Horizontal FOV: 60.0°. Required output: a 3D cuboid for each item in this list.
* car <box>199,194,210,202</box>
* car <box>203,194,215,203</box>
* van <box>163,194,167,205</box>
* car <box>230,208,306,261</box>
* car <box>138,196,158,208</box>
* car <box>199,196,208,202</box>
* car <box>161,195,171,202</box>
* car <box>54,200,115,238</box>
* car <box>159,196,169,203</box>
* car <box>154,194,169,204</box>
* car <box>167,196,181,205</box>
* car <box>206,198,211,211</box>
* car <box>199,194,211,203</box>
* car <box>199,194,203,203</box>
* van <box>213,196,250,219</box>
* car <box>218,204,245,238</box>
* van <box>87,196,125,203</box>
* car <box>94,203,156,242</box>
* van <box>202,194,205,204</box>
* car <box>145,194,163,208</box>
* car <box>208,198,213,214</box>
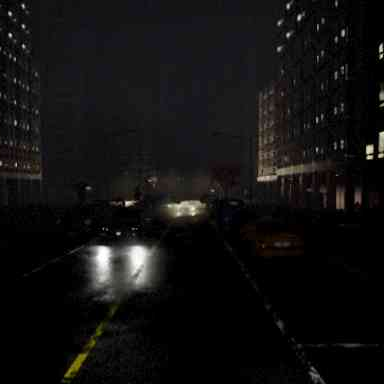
[{"bbox_3d":[2.689,1.307,73.875,2.192,1.841,5.009,-1,0,0],"label":"car"},{"bbox_3d":[2.684,1.437,40.122,1.967,1.590,4.097,-1,0,0],"label":"car"},{"bbox_3d":[-5.694,1.337,57.000,1.690,1.788,3.998,-1,0,0],"label":"van"},{"bbox_3d":[2.680,1.525,12.165,1.752,1.417,4.829,-1,0,0],"label":"car"},{"bbox_3d":[-5.694,1.549,40.124,2.008,1.369,4.403,-1,0,0],"label":"car"},{"bbox_3d":[2.697,1.572,79.500,1.802,1.307,4.206,-1,0,0],"label":"car"},{"bbox_3d":[-5.687,1.518,73.707,1.752,1.417,4.829,-1,0,0],"label":"car"},{"bbox_3d":[-5.701,1.440,17.622,1.967,1.590,4.097,-1,0,0],"label":"car"},{"bbox_3d":[-5.687,1.576,68.252,1.802,1.307,4.206,-1,0,0],"label":"car"},{"bbox_3d":[-5.694,1.310,62.625,2.192,1.841,5.009,-1,0,0],"label":"car"},{"bbox_3d":[-3.031,1.473,58.747,1.882,1.535,5.008,0,0,1],"label":"car"},{"bbox_3d":[2.686,1.580,34.496,1.802,1.307,4.206,-1,0,0],"label":"car"},{"bbox_3d":[2.688,1.308,68.249,2.192,1.841,5.009,-1,0,0],"label":"car"},{"bbox_3d":[2.691,1.539,62.623,1.887,1.381,4.507,-1,0,0],"label":"car"},{"bbox_3d":[2.678,1.340,23.246,1.690,1.788,3.998,-1,0,0],"label":"van"},{"bbox_3d":[2.682,1.565,17.620,1.947,1.339,4.313,-1,0,0],"label":"car"},{"bbox_3d":[-5.702,1.341,23.248,1.690,1.788,3.998,-1,0,0],"label":"van"},{"bbox_3d":[-3.095,1.504,16.439,1.837,1.490,4.892,0,0,0],"label":"car"},{"bbox_3d":[2.683,1.338,45.747,1.690,1.788,3.998,-1,0,0],"label":"van"},{"bbox_3d":[-5.697,1.312,45.749,2.192,1.841,5.009,-1,0,0],"label":"car"},{"bbox_3d":[2.683,1.524,29.041,1.752,1.417,4.829,-1,0,0],"label":"car"}]
